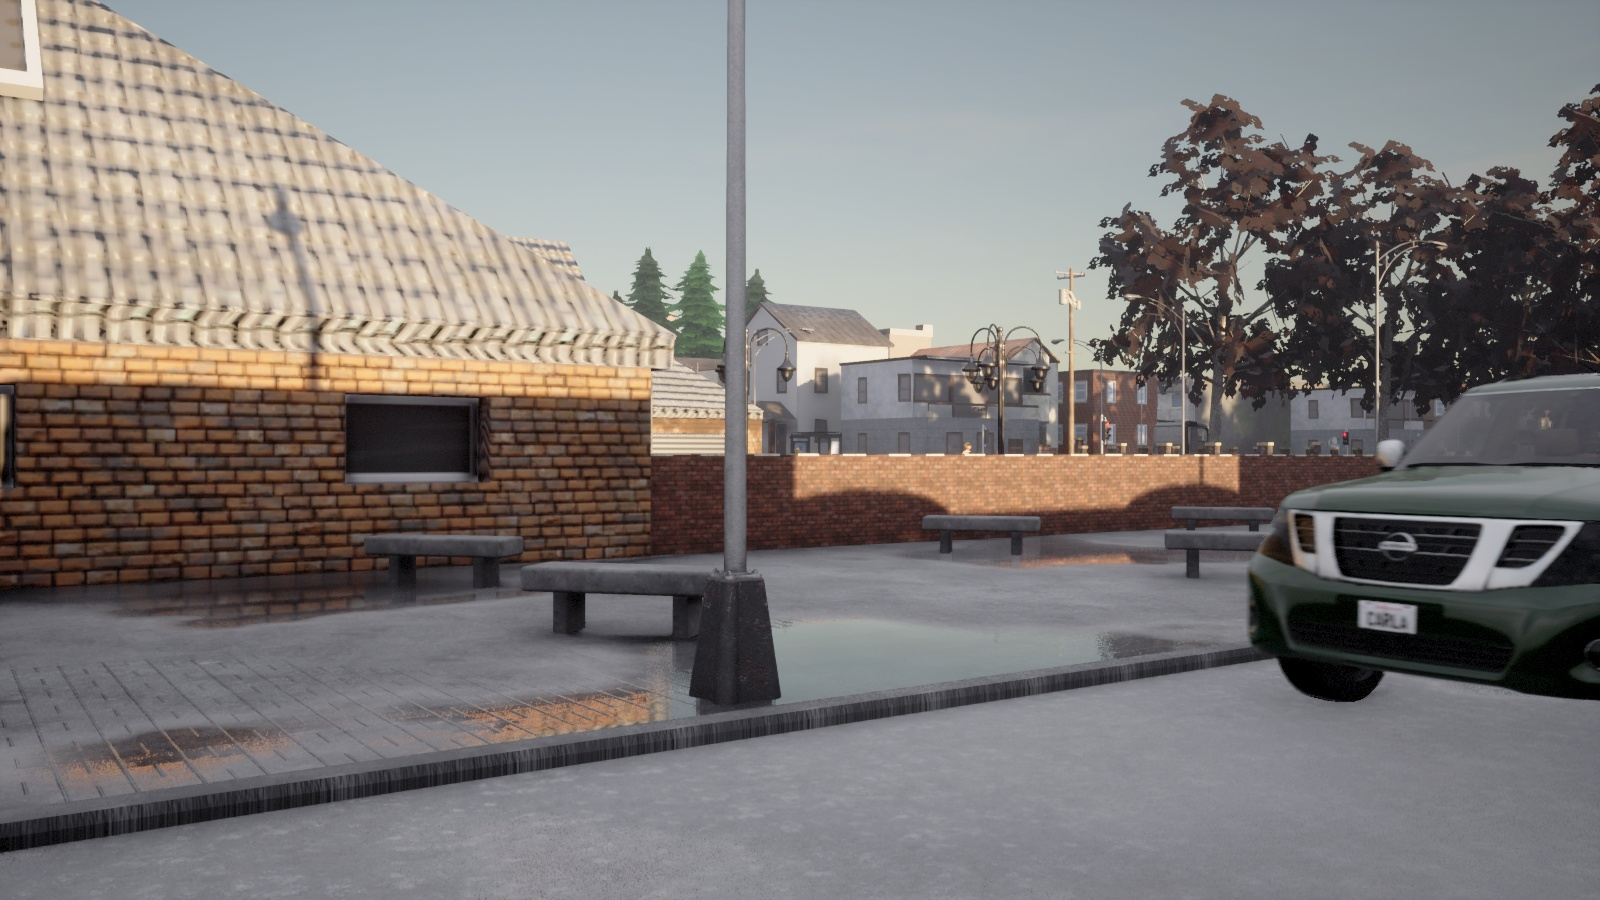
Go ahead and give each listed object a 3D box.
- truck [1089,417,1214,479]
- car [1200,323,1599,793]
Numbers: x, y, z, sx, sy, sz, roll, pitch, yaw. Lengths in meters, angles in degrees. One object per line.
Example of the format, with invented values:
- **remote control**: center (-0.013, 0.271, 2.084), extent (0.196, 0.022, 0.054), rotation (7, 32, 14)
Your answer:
- **truck**: center (20.808, -0.100, 74.047), extent (7.936, 3.462, 2.891), rotation (0, 0, -37)
- **car**: center (5.184, 0.472, 7.880), extent (5.566, 2.045, 2.150), rotation (0, 0, -35)
